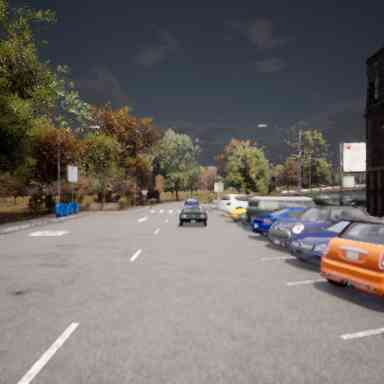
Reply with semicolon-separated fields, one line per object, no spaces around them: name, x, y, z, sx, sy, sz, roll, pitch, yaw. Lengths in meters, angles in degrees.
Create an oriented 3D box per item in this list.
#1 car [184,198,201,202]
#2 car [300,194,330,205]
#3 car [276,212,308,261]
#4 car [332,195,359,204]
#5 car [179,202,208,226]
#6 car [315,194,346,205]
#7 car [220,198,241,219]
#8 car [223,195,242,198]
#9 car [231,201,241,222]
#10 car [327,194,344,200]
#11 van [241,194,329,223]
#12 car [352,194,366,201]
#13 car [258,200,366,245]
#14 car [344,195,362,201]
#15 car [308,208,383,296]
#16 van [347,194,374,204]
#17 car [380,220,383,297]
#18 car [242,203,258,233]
car;0.042;1.542;41.778;1.882;1.535;5.008;0;0;2
car;23.927;1.355;64.852;2.435;2.045;5.566;0;-1;-21
car;5.366;1.537;10.652;4.674;1.452;2.002;1;0;-20
car;29.983;1.485;65.023;2.185;1.767;4.553;1;-1;-22
car;0.086;1.634;23.979;1.895;1.301;4.718;0;0;0
car;26.987;1.356;64.892;2.435;2.045;5.566;1;-1;-22
car;5.186;1.516;25.607;5.366;1.575;1.946;1;0;-20
car;5.369;1.281;31.701;5.566;2.045;2.435;1;0;-20
car;5.370;1.557;22.666;4.674;1.452;2.002;1;0;-20
car;18.321;1.318;47.705;2.435;2.045;5.566;0;1;-21
van;5.479;1.287;19.709;4.442;1.987;1.878;1;0;-20
car;24.202;1.321;47.905;2.435;2.045;5.566;-1;1;-21
car;5.402;1.376;13.660;4.553;1.767;2.185;1;0;-20
car;21.236;1.600;47.822;2.163;1.488;4.792;0;1;-22
car;5.330;1.367;7.643;4.553;1.767;2.185;1;0;-20
van;32.963;1.387;65.178;1.878;1.987;4.442;0;-1;-22
car;5.325;1.363;4.642;4.553;1.767;2.185;1;0;-20
car;5.361;1.506;16.663;5.008;1.535;2.097;1;0;-20
